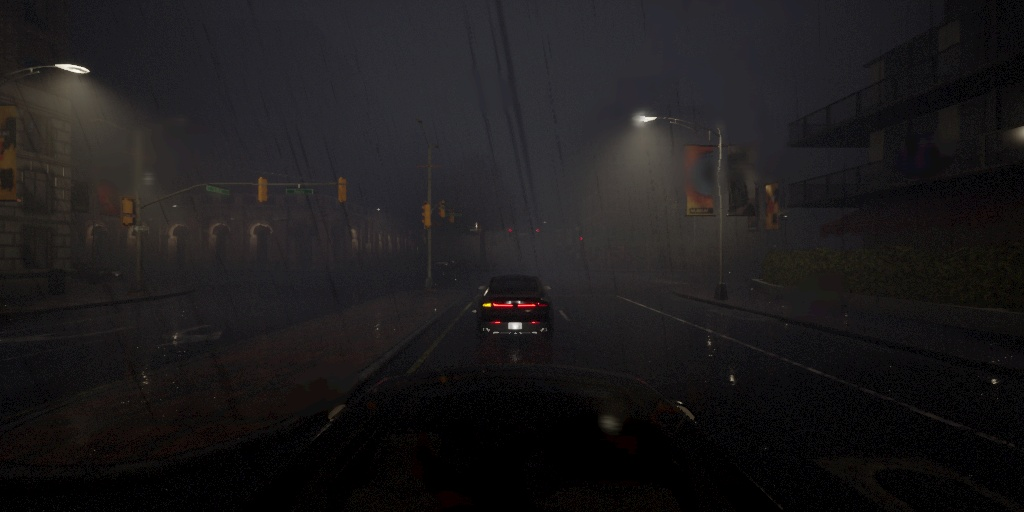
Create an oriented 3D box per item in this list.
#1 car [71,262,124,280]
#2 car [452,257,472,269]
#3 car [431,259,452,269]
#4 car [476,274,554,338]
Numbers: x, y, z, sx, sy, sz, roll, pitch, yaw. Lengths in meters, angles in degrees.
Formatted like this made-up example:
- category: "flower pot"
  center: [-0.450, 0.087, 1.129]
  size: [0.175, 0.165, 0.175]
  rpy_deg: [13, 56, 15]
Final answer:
- category: "car"
  center: [-33.899, 1.241, 28.542]
  size: [4.902, 1.511, 2.128]
  rpy_deg: [0, 0, 0]
- category: "car"
  center: [-8.051, 1.276, 58.339]
  size: [1.812, 1.442, 4.674]
  rpy_deg: [0, 0, 0]
- category: "car"
  center: [-11.541, 1.276, 58.564]
  size: [1.812, 1.442, 4.674]
  rpy_deg: [0, 0, 0]
- category: "car"
  center: [0.077, 1.255, 10.142]
  size: [1.837, 1.490, 4.892]
  rpy_deg: [0, 0, 0]
